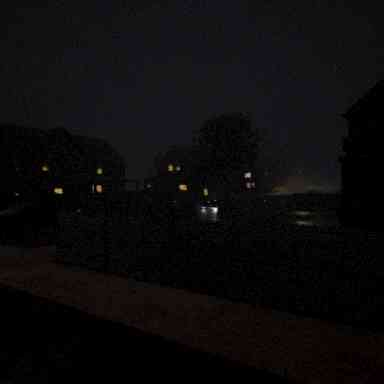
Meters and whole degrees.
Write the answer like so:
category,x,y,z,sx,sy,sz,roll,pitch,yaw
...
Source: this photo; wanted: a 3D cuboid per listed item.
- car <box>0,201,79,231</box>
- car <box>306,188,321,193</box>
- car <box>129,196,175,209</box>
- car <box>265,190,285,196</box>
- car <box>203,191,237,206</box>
category,x,y,z,sx,sy,sz,roll,pitch,yaw
car,-8.919,1.239,18.742,2.033,1.411,5.357,1,2,34
car,19.909,0.173,54.216,1.837,1.490,4.892,1,2,35
car,-3.135,1.019,26.908,1.994,1.385,4.181,1,2,36
car,12.080,0.417,48.135,1.812,1.442,4.674,1,2,35
car,3.054,0.709,35.605,1.837,1.490,4.892,1,2,36
